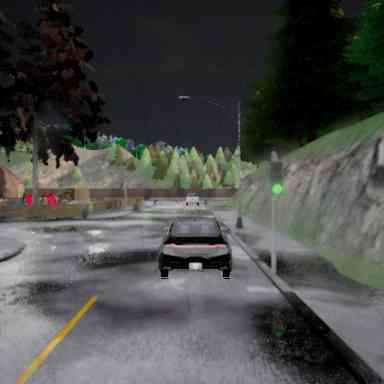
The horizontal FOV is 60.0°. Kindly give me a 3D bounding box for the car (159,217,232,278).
[{"bbox_3d":[0.090,1.488,10.086,2.128,1.511,4.902,0,0,0],"label":"car"}]

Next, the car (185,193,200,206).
[{"bbox_3d":[0.104,1.205,55.955,2.150,2.045,5.566,0,0,0],"label":"car"}]
